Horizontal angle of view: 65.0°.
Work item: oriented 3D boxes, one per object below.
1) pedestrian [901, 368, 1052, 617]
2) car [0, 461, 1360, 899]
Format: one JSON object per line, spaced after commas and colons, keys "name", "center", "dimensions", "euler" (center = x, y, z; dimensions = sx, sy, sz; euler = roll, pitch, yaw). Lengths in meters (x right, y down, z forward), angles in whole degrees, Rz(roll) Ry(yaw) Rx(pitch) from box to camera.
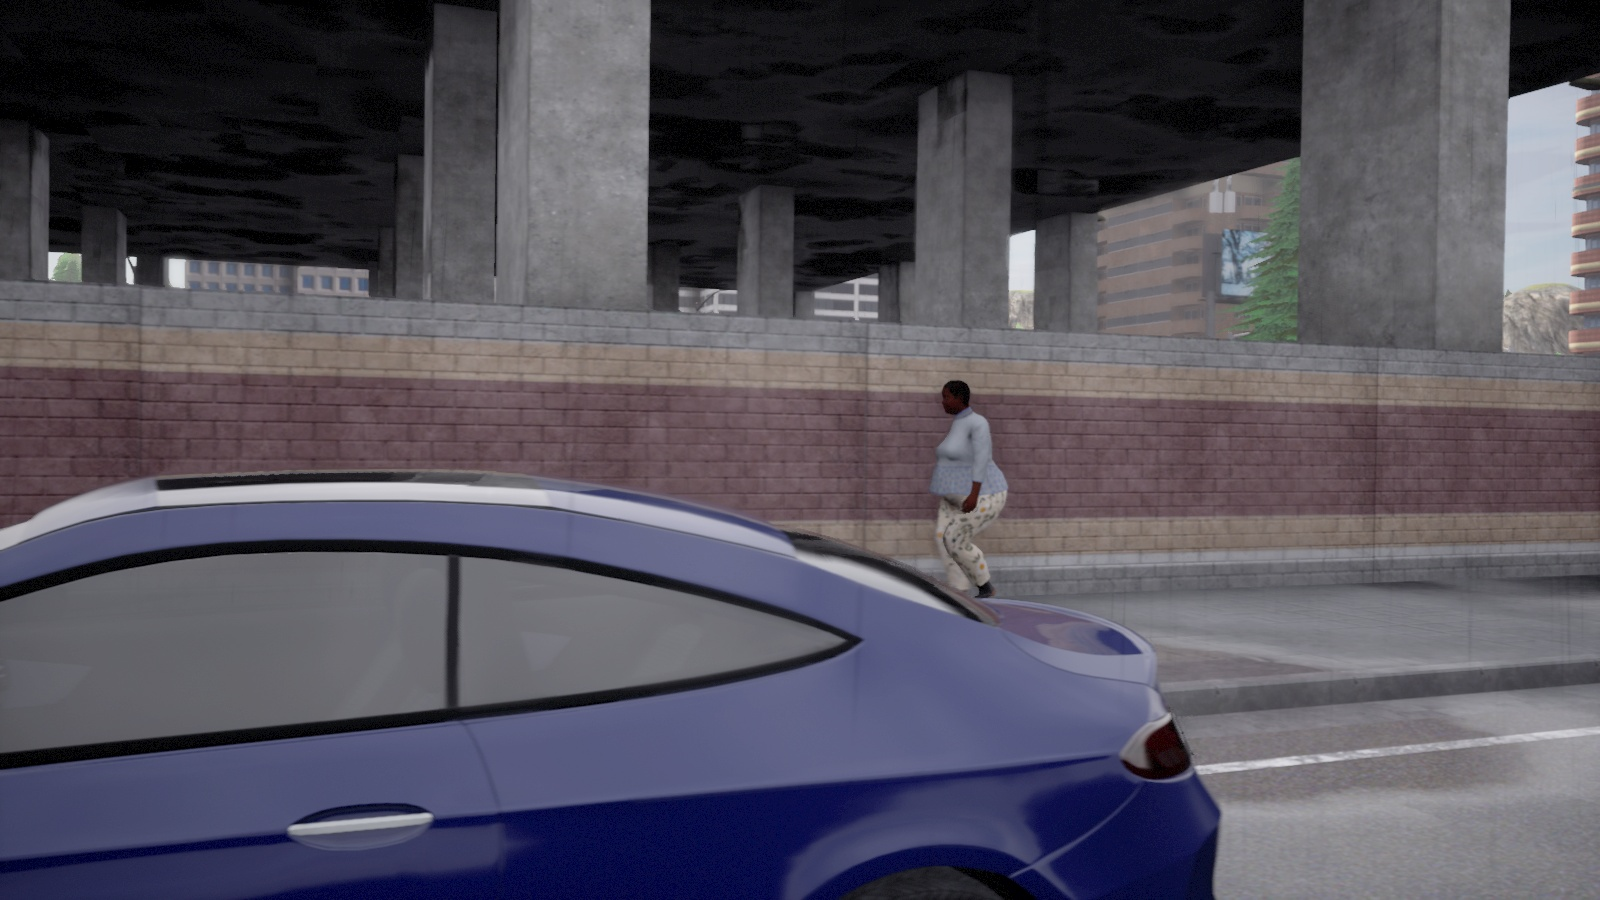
{"name": "pedestrian", "center": [1.368, 0.309, 9.865], "dimensions": [0.900, 1.855, 0.874], "euler": [-1, 1, -14]}
{"name": "car", "center": [-1.282, 0.795, 2.752], "dimensions": [4.674, 1.442, 1.812], "euler": [-1, 1, -21]}
